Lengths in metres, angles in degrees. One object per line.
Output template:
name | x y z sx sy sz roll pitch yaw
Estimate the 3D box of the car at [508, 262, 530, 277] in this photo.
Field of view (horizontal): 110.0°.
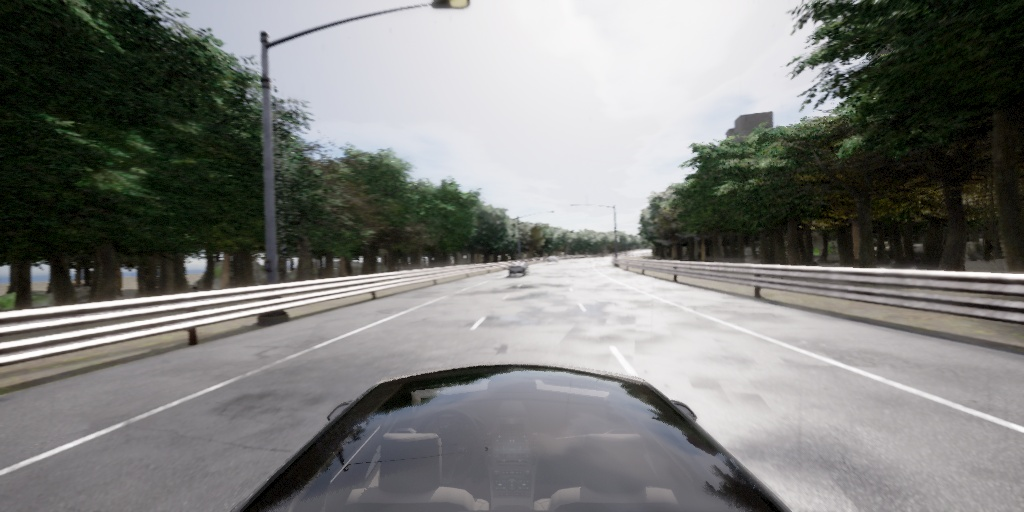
car | 0.825 1.428 39.626 2.128 1.511 4.902 -2 0 10
